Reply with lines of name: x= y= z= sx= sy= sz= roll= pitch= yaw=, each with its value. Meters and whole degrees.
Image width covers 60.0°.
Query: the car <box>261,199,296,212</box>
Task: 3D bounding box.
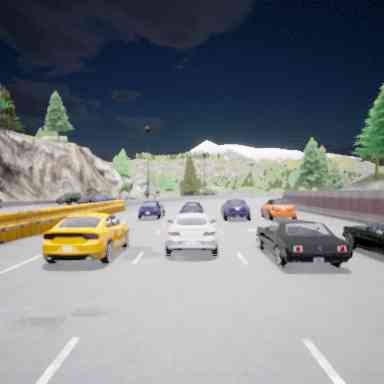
car: x=7.044 y=1.317 z=27.508 sx=2.097 sy=1.767 sz=4.553 roll=0 pitch=0 yaw=2

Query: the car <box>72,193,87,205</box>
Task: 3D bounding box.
car: x=-17.765 y=1.452 z=56.620 sx=1.837 sy=1.490 sz=4.892 roll=0 pitch=0 yaw=12

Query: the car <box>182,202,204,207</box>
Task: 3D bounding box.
car: x=0.074 y=1.533 z=28.328 sx=1.994 sy=1.385 sz=4.181 roll=0 pitch=0 yaw=2

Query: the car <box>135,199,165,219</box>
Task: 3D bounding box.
car: x=-3.414 y=1.496 z=28.684 sx=1.812 sy=1.442 sz=4.674 roll=0 pitch=0 yaw=2

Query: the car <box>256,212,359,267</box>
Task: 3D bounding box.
car: x=3.493 y=1.587 z=11.358 sx=1.895 sy=1.301 sz=4.718 roll=0 pitch=0 yaw=0

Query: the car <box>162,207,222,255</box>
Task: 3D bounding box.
car: x=-0.010 y=1.512 z=13.050 sx=1.812 sy=1.442 sz=4.674 roll=0 pitch=0 yaw=0

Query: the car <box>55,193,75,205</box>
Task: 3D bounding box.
car: x=-21.175 y=1.170 z=57.473 sx=2.150 sy=2.045 sz=5.566 roll=0 pitch=0 yaw=12

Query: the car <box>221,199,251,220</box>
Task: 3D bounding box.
car: x=3.542 y=1.319 z=27.479 sx=2.097 sy=1.767 sz=4.553 roll=0 pitch=0 yaw=2

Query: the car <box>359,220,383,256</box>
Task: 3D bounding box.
car: x=6.993 y=1.585 z=11.383 sx=1.895 sy=1.301 sz=4.718 roll=0 pitch=0 yaw=0

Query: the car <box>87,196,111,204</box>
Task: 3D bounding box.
car: x=-14.623 y=1.426 z=54.498 sx=1.882 sy=1.535 sz=5.008 roll=0 pitch=0 yaw=11

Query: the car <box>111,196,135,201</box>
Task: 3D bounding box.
car: x=-10.896 y=1.437 z=55.207 sx=2.128 sy=1.511 sz=4.902 roll=0 pitch=0 yaw=12

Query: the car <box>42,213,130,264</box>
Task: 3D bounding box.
car: x=-3.509 y=1.467 z=11.851 sx=1.882 sy=1.535 sz=5.008 roll=0 pitch=0 yaw=0
